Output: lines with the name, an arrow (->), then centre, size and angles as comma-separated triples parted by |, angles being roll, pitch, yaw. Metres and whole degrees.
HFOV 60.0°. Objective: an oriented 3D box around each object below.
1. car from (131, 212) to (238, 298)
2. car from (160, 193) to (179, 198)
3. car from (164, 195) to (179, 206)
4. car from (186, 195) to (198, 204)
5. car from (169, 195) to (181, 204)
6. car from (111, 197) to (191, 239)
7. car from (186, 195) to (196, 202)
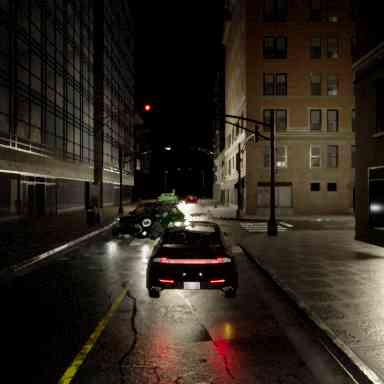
car -> 0.022, 1.490, 8.479 | 2.128, 1.511, 4.902 | 0, 0, 1
car -> -3.203, 1.194, 43.732 | 2.150, 2.045, 5.566 | 0, 0, 1
car -> -3.227, 1.317, 53.636 | 2.097, 1.767, 4.553 | 0, 0, 0
car -> -0.079, 1.313, 60.772 | 2.097, 1.767, 4.553 | 0, 0, 0
car -> -3.244, 1.449, 64.009 | 2.128, 1.511, 4.902 | 0, 0, 0
car -> -2.029, 1.346, 16.625 | 2.097, 1.767, 4.553 | 0, 0, 22
car -> -0.220, 1.473, 75.701 | 2.128, 1.511, 4.902 | 0, 0, 0
